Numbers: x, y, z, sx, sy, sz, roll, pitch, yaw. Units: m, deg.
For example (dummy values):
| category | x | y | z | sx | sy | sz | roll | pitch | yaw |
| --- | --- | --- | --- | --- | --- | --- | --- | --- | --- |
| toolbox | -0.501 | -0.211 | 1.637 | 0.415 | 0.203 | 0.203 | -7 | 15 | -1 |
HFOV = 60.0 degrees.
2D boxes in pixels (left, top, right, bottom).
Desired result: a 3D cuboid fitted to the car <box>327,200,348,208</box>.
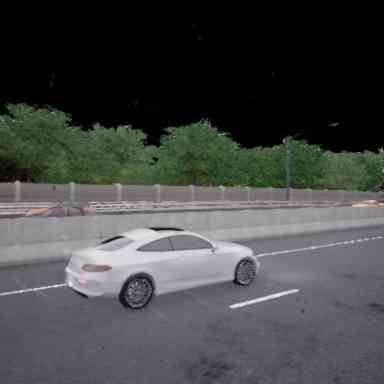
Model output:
| category | x | y | z | sx | sy | sz | roll | pitch | yaw |
| --- | --- | --- | --- | --- | --- | --- | --- | --- | --- |
| car | 19.819 | 1.826 | 43.870 | 4.902 | 1.511 | 2.128 | 1 | -1 | -35 |

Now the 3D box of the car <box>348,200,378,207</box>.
| category | x | y | z | sx | sy | sz | roll | pitch | yaw |
| --- | --- | --- | --- | --- | --- | --- | --- | --- | --- |
| car | 21.732 | 1.810 | 40.938 | 5.008 | 1.535 | 1.882 | 1 | -1 | -35 |

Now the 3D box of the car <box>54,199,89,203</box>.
| category | x | y | z | sx | sy | sz | roll | pitch | yaw |
| --- | --- | --- | --- | --- | --- | --- | --- | --- | --- |
| car | -9.102 | 1.392 | 23.265 | 4.553 | 1.767 | 2.097 | 0 | 0 | -35 |

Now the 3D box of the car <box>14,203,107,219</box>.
| category | x | y | z | sx | sy | sz | roll | pitch | yaw |
| --- | --- | --- | --- | --- | --- | --- | --- | --- | --- |
| car | -7.747 | 1.583 | 19.942 | 5.357 | 1.411 | 2.033 | 1 | 0 | -35 |

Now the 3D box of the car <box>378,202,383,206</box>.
| category | x | y | z | sx | sy | sz | roll | pitch | yaw |
| --- | --- | --- | --- | --- | --- | --- | --- | --- | --- |
| car | 24.041 | 1.829 | 38.289 | 4.902 | 1.511 | 2.128 | 1 | -1 | -35 |

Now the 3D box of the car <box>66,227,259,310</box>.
| category | x | y | z | sx | sy | sz | roll | pitch | yaw |
| --- | --- | --- | --- | --- | --- | --- | --- | --- | --- |
| car | -0.483 | 1.554 | 7.826 | 4.674 | 1.442 | 1.812 | 0 | 0 | -35 |
